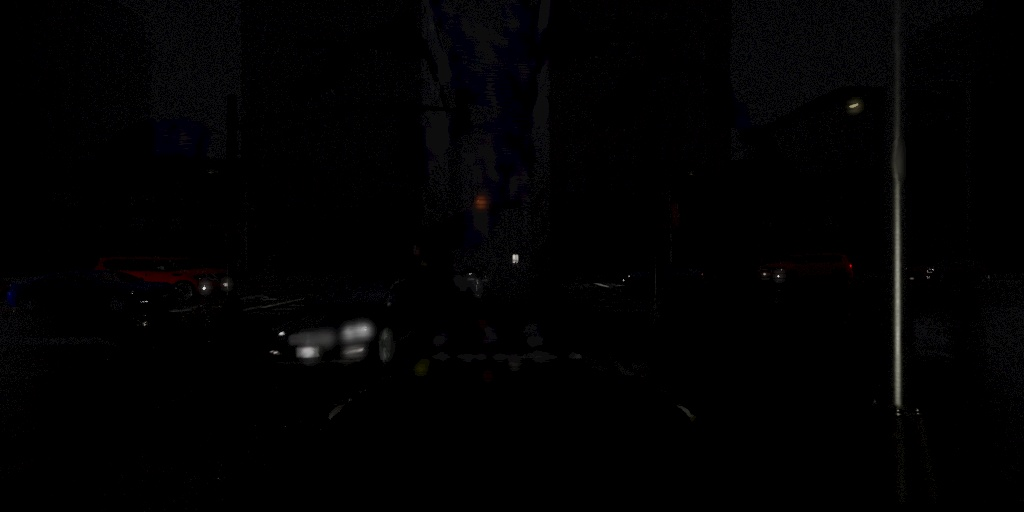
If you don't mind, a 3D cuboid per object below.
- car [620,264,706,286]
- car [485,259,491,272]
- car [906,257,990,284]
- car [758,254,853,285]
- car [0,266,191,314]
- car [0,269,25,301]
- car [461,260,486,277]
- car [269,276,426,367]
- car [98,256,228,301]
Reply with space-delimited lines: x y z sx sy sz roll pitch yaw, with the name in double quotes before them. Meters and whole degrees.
"car" 10.242 1.244 24.453 5.357 1.411 2.033 0 0 -2
"car" -4.239 1.285 48.321 1.837 1.490 4.892 0 0 -2
"car" 30.093 0.982 25.040 4.553 1.767 2.097 0 0 -2
"car" 20.200 0.883 24.751 5.566 2.045 2.150 0 0 -2
"car" -15.780 1.280 13.715 5.008 1.535 1.882 0 0 -2
"car" -26.261 1.368 16.648 4.674 1.442 1.812 0 0 -1
"car" -3.894 1.368 35.707 1.895 1.301 4.718 0 0 -1
"car" -3.242 1.241 8.055 2.128 1.511 4.902 0 0 -1
"car" -16.338 1.027 16.951 5.566 2.045 2.150 0 0 -2
